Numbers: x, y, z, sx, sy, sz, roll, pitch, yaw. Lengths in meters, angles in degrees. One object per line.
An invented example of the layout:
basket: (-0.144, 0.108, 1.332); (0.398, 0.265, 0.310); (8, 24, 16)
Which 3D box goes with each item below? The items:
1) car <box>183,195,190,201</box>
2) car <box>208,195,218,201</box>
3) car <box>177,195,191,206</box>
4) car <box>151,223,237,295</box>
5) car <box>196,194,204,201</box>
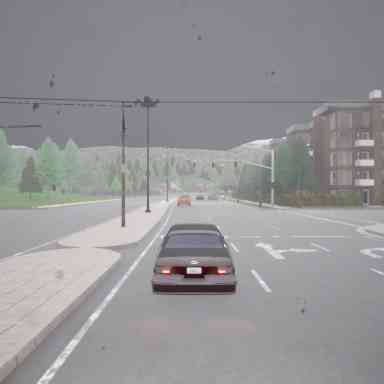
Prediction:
car: (-1.429, 1.523, 85.436); (1.812, 1.442, 4.674); (0, 0, 0)
car: (5.571, 1.539, 85.475); (2.033, 1.411, 5.357); (0, 0, 0)
car: (-1.298, 1.352, 54.611); (2.097, 1.767, 4.553); (0, 0, -1)
car: (0.052, 1.547, 8.865); (2.033, 1.411, 5.357); (0, 0, 0)
car: (2.071, 1.477, 85.471); (1.882, 1.535, 5.008); (0, 0, 0)
